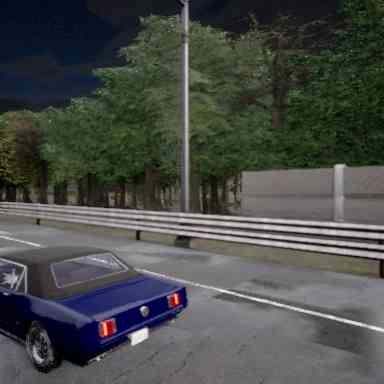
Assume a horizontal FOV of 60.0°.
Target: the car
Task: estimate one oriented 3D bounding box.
[{"bbox_3d":[-2.474,1.599,5.650,4.718,1.301,1.895,0,0,36],"label":"car"}]
